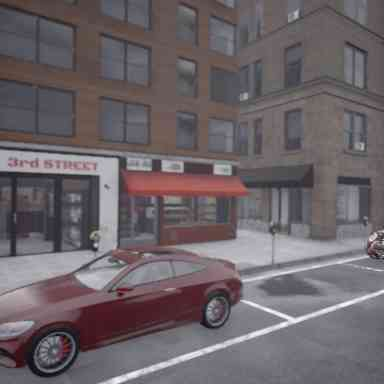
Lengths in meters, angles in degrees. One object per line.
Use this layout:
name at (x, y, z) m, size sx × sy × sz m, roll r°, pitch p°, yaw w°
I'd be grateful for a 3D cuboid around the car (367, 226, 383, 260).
car at (8.021, 1.600, 11.877) m, size 4.097 × 1.590 × 1.967 m, roll 1°, pitch -1°, yaw -35°

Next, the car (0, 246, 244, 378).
car at (-0.980, 1.609, 5.487) m, size 4.206 × 1.307 × 1.802 m, roll 1°, pitch -1°, yaw -35°
